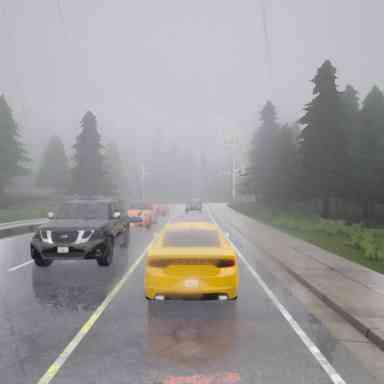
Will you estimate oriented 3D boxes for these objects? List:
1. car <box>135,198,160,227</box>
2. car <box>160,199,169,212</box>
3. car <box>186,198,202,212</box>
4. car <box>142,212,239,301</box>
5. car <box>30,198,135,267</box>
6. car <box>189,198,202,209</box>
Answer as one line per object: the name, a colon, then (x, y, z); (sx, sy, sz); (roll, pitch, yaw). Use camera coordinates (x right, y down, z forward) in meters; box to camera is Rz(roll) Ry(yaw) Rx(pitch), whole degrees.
car: (-3.589, 1.417, 22.222); (2.097, 1.767, 4.553); (0, 0, 0)
car: (-3.450, 1.450, 32.473); (2.097, 1.767, 4.553); (0, 0, 1)
car: (0.224, 1.667, 39.012); (2.033, 1.411, 5.357); (0, 0, 2)
car: (-0.011, 1.498, 8.451); (1.882, 1.535, 5.008); (0, 0, 0)
car: (-3.628, 1.253, 11.928); (2.150, 2.045, 5.566); (0, 0, -2)
car: (0.607, 1.658, 49.405); (1.837, 1.490, 4.892); (0, 0, 2)
